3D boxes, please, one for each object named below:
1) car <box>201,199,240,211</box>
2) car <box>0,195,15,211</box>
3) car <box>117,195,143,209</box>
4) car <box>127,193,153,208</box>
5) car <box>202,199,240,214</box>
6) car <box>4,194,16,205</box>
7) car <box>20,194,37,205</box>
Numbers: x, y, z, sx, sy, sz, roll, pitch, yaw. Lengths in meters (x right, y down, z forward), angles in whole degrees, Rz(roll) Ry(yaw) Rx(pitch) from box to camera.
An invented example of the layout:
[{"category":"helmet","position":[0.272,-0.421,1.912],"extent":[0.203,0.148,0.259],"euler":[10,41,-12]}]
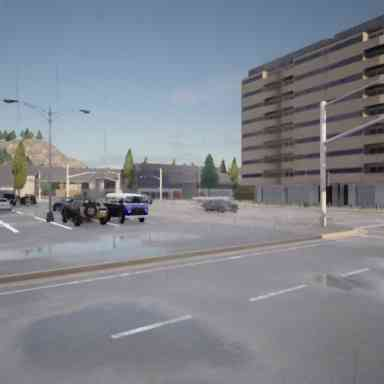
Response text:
[{"category":"car","position":[3.515,1.596,42.210],"extent":[2.033,1.411,5.357],"euler":[0,0,-35]},{"category":"car","position":[-21.785,1.450,37.908],"extent":[1.970,1.475,3.806],"euler":[0,0,-35]},{"category":"car","position":[-10.442,1.614,55.911],"extent":[1.994,1.385,4.181],"euler":[0,0,-35]},{"category":"car","position":[-9.127,1.256,60.154],"extent":[2.150,2.045,5.566],"euler":[0,0,-35]},{"category":"car","position":[3.331,1.614,36.427],"extent":[1.994,1.385,4.181],"euler":[0,0,-35]},{"category":"car","position":[-29.647,1.210,53.739],"extent":[1.905,1.878,3.866],"euler":[0,0,-35]},{"category":"car","position":[-27.251,1.206,55.363],"extent":[1.932,1.855,4.605],"euler":[0,0,-35]}]
